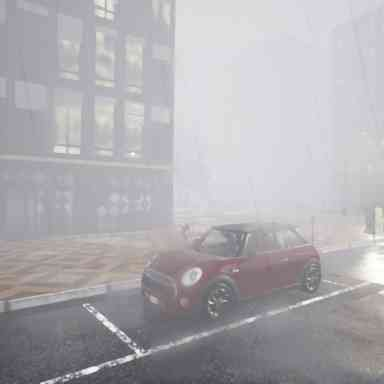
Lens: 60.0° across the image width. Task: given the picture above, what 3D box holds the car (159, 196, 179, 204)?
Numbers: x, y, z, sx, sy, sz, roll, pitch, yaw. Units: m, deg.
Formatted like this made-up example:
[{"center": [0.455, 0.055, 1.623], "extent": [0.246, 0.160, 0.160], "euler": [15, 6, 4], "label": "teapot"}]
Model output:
[{"center": [-5.249, 1.719, 74.611], "extent": [2.192, 1.841, 5.009], "euler": [1, -1, -35], "label": "car"}]

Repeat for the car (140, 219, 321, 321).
[{"center": [0.932, 1.441, 7.218], "extent": [4.097, 1.590, 1.967], "euler": [0, 1, -36], "label": "car"}]

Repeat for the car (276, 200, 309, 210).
[{"center": [14.434, 1.801, 46.856], "extent": [1.802, 1.307, 4.206], "euler": [1, -1, -35], "label": "car"}]

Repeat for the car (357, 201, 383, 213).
[{"center": [20.995, 1.724, 37.606], "extent": [1.947, 1.339, 4.313], "euler": [1, -1, -35], "label": "car"}]

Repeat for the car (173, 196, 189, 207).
[{"center": [-2.246, 1.728, 55.889], "extent": [1.887, 1.381, 4.507], "euler": [1, -1, -35], "label": "car"}]

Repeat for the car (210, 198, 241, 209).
[{"center": [4.315, 1.673, 46.638], "extent": [2.008, 1.369, 4.403], "euler": [1, -1, -35], "label": "car"}]

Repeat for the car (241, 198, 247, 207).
[{"center": [7.873, 1.720, 56.108], "extent": [1.967, 1.590, 4.097], "euler": [1, -1, -35], "label": "car"}]

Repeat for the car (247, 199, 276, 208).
[{"center": [11.154, 1.794, 51.482], "extent": [1.887, 1.381, 4.507], "euler": [1, -1, -35], "label": "car"}]
